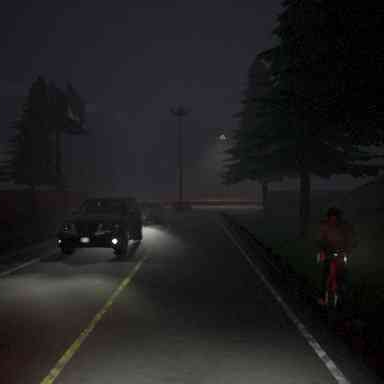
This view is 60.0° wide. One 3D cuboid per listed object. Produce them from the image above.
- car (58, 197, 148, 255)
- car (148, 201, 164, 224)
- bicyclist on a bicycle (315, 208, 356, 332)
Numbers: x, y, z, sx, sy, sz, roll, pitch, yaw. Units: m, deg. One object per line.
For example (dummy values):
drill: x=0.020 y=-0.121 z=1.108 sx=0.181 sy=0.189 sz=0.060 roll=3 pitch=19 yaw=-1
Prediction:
car: x=-3.423 y=1.217 z=13.559 sx=2.150 sy=2.045 sz=5.566 roll=0 pitch=0 yaw=1
car: x=-3.189 y=1.478 z=24.939 sx=2.128 sy=1.511 sz=4.902 roll=0 pitch=0 yaw=1
bicyclist on a bicycle: x=2.093 y=1.051 z=4.885 sx=0.582 sy=1.620 sz=1.656 roll=1 pitch=0 yaw=27
